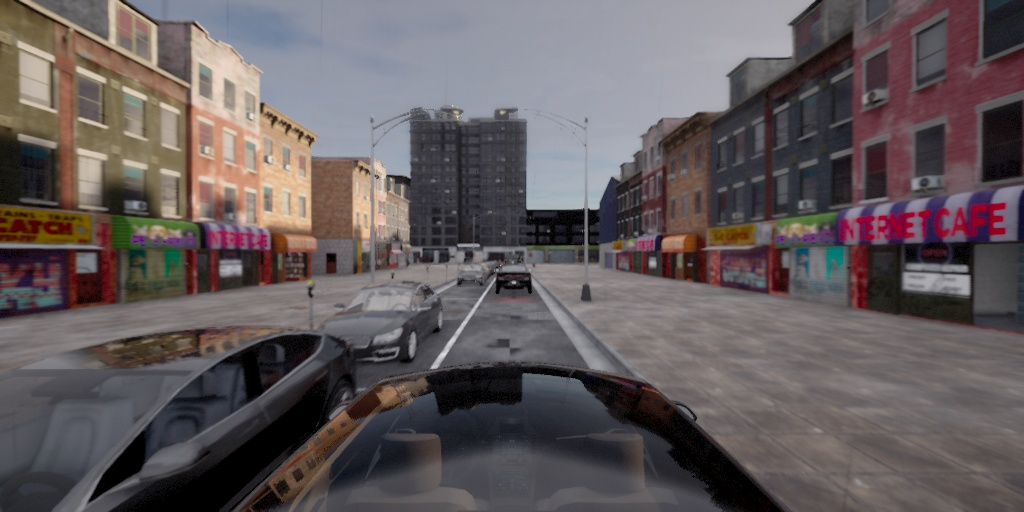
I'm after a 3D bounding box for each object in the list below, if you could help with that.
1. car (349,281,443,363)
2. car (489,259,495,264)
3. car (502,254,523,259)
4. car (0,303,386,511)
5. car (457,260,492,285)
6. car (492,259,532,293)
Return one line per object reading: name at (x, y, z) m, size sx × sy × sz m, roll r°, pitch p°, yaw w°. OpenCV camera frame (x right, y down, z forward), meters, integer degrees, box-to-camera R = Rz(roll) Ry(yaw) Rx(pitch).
car at (-2.640, 1.272, 7.953) m, size 2.007 × 1.370 × 4.403 m, roll 0°, pitch 0°, yaw 0°
car at (-2.648, 1.149, 29.591) m, size 1.751 × 1.417 × 4.829 m, roll 0°, pitch 0°, yaw 0°
car at (0.085, 0.796, 40.346) m, size 2.150 × 2.045 × 5.566 m, roll 0°, pitch 0°, yaw 0°
car at (-2.638, 1.312, 2.501) m, size 1.948 × 1.339 × 4.313 m, roll 0°, pitch 0°, yaw 0°
car at (-2.646, 1.198, 24.309) m, size 2.007 × 1.370 × 4.403 m, roll 0°, pitch 0°, yaw 0°
car at (0.095, 1.145, 20.108) m, size 1.882 × 1.535 × 5.008 m, roll 0°, pitch 0°, yaw 0°
